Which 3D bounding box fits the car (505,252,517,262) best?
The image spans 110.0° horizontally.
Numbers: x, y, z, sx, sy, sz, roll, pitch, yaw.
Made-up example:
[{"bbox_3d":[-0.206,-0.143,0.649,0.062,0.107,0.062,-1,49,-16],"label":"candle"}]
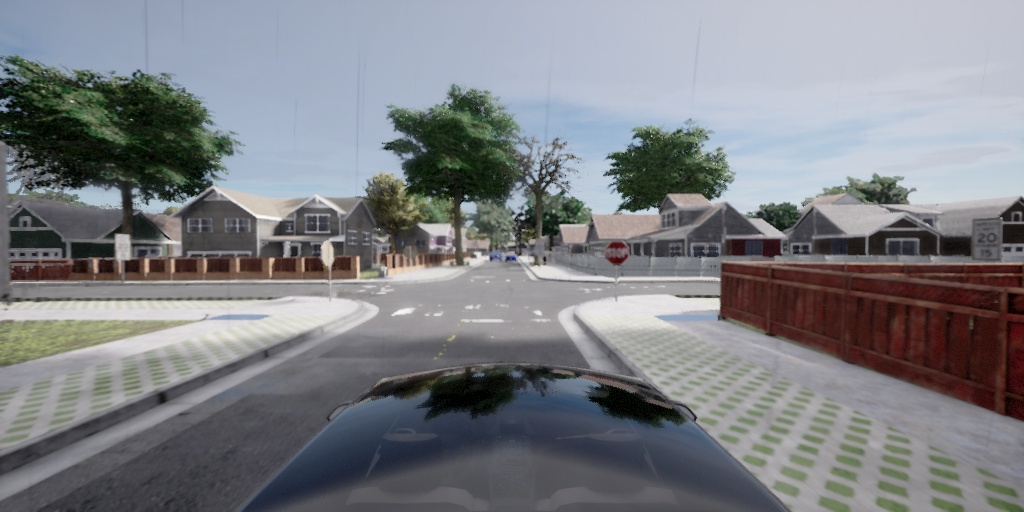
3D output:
[{"bbox_3d":[-0.173,0.236,61.890,1.882,1.535,5.008,0,1,0],"label":"car"}]
